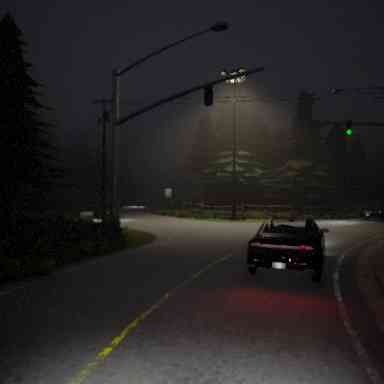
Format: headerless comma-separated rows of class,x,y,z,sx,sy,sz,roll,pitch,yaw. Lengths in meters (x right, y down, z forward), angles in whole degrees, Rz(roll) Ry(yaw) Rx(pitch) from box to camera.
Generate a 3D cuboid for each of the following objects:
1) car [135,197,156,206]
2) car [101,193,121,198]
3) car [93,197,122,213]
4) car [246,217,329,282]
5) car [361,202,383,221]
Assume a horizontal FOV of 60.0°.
car,-7.299,1.531,52.383,1.994,1.385,4.181,0,0,21
car,-9.962,1.181,40.151,2.150,2.045,5.566,0,0,2
car,-7.819,1.479,29.977,1.837,1.490,4.892,0,0,-21
car,2.963,1.501,9.982,2.128,1.511,4.902,0,0,23
car,16.219,1.559,27.584,4.902,1.511,2.128,0,0,-25
